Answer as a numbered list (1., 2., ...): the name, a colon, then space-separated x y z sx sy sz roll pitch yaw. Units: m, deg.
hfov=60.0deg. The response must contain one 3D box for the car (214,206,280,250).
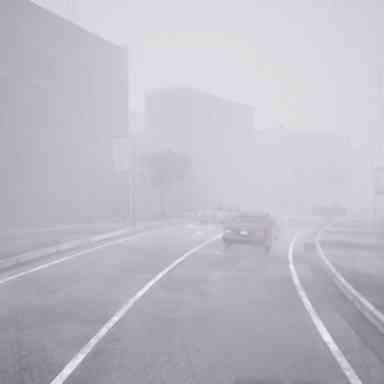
1. car: 2.746 1.568 14.697 2.033 1.411 5.357 2 0 19

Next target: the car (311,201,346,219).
1. car: 13.188 1.657 31.957 1.882 1.535 5.008 4 2 42

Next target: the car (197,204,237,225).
1. car: 2.081 1.500 22.434 1.895 1.301 4.718 3 1 27
